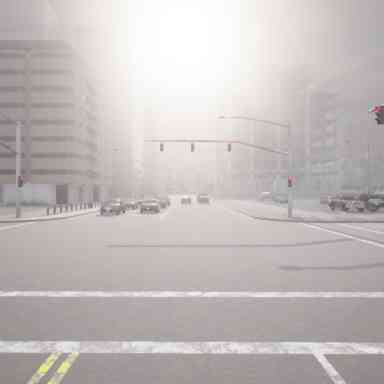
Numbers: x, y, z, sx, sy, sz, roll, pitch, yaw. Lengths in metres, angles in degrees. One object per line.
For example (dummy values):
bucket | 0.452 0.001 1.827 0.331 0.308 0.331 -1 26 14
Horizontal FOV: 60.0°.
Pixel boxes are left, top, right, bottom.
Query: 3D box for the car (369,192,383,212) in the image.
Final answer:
car | 19.478 1.156 35.725 1.905 1.878 3.866 0 0 0

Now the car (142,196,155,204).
car | -8.241 1.477 63.488 1.882 1.535 5.008 0 0 0

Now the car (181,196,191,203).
car | -1.241 1.542 72.660 2.033 1.411 5.357 0 0 0

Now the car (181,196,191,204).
car | -1.087 1.491 62.925 2.128 1.511 4.902 0 0 0

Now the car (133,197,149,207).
car | -8.205 1.564 53.365 1.994 1.385 4.181 0 0 -1

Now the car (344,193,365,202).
car | 33.379 1.153 68.409 1.932 1.855 4.605 0 0 0

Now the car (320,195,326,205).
car | 22.103 1.395 53.205 1.970 1.475 3.806 0 0 0

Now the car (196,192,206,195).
car | 2.219 1.051 74.446 2.150 2.045 5.566 0 0 0

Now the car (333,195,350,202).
car | 30.696 1.364 68.346 1.784 1.438 3.905 0 0 0

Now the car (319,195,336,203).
car | 27.801 1.395 68.333 1.970 1.475 3.806 0 0 0

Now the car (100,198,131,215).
car | -8.053 1.491 34.221 2.128 1.511 4.902 0 0 0

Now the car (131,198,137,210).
car | -8.120 1.526 43.370 1.812 1.442 4.674 0 0 0

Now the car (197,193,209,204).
car | 2.299 1.477 64.641 1.882 1.535 5.008 0 0 0

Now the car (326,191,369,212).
car | 16.583 1.153 35.766 1.932 1.855 4.605 0 0 0

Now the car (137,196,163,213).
car | -4.575 1.505 36.845 1.837 1.490 4.892 0 0 0

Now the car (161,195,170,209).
car | -4.647 1.352 45.988 2.097 1.767 4.553 0 0 -1
